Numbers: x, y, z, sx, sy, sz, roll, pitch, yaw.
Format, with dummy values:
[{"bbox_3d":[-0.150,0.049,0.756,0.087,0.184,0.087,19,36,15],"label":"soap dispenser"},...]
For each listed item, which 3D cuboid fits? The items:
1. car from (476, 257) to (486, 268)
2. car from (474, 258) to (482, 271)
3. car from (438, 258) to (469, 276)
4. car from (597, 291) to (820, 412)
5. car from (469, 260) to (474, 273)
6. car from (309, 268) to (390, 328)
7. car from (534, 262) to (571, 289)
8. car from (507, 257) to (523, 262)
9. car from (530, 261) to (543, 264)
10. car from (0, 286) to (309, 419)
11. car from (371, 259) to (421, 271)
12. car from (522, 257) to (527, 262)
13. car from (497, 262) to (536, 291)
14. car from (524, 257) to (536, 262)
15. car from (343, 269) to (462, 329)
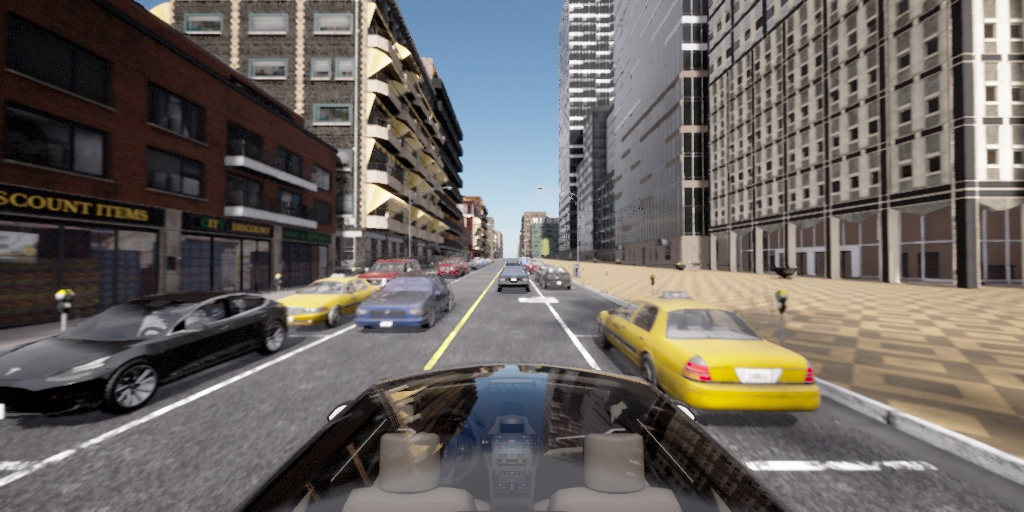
[{"bbox_3d":[-5.700,1.330,56.199,2.007,1.370,4.403,0,0,0],"label":"car"},{"bbox_3d":[-5.699,1.341,50.629,1.948,1.339,4.313,0,0,0],"label":"car"},{"bbox_3d":[-5.696,1.080,33.920,2.192,1.841,5.009,0,0,0],"label":"car"},{"bbox_3d":[2.690,1.277,6.244,1.751,1.417,4.829,0,0,0],"label":"car"},{"bbox_3d":[-5.697,1.314,39.490,1.888,1.381,4.507,0,0,0],"label":"car"},{"bbox_3d":[-5.691,1.279,11.472,1.751,1.417,4.829,0,0,0],"label":"car"},{"bbox_3d":[2.687,1.310,22.783,2.007,1.370,4.403,0,0,0],"label":"car"},{"bbox_3d":[0.091,1.251,47.117,1.882,1.535,5.008,0,0,0],"label":"car"},{"bbox_3d":[2.686,1.313,28.351,2.007,1.370,4.403,0,0,0],"label":"car"},{"bbox_3d":[-5.690,1.317,6.073,1.948,1.339,4.313,0,0,0],"label":"car"},{"bbox_3d":[-5.692,1.071,17.212,2.192,1.841,5.009,0,0,0],"label":"car"},{"bbox_3d":[2.682,1.216,50.630,1.967,1.591,4.097,0,0,0],"label":"car"},{"bbox_3d":[0.096,1.306,21.647,2.033,1.411,5.357,0,0,0],"label":"car"},{"bbox_3d":[2.684,1.209,39.490,1.967,1.591,4.097,0,0,0],"label":"car"},{"bbox_3d":[-3.103,1.301,11.524,2.033,1.411,5.357,0,0,0],"label":"car"}]
